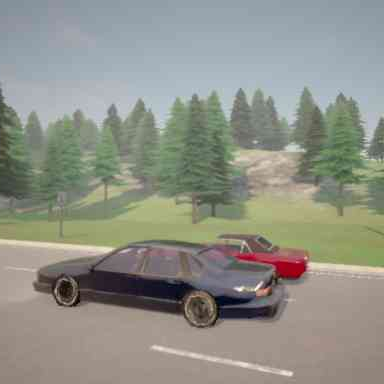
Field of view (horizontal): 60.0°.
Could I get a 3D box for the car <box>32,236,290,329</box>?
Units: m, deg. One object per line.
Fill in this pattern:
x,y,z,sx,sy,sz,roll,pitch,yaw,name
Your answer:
-0.791,1.765,7.218,5.357,1.411,2.033,0,-2,21,car

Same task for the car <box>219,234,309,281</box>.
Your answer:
1.050,1.933,10.159,4.718,1.301,1.895,0,-2,22,car
